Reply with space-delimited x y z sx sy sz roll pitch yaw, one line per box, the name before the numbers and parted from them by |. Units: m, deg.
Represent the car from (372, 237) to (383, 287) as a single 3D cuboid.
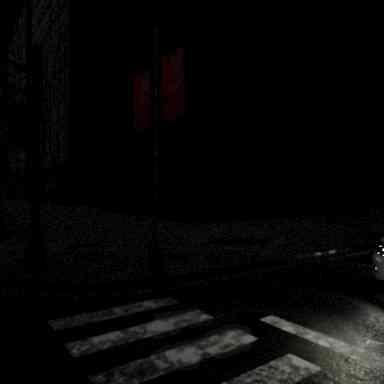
car | 6.729 1.288 8.156 5.566 2.045 2.150 1 -1 -35
